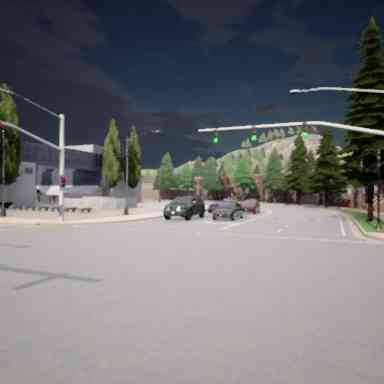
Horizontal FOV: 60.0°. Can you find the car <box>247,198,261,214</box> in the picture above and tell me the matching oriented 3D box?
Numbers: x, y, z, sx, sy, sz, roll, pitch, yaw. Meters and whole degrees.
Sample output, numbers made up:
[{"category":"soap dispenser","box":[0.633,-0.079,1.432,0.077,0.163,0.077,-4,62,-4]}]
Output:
[{"category":"car","box":[6.508,1.644,37.460,1.882,1.535,5.008,0,0,18]}]

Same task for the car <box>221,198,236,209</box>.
[{"category":"car","box":[5.399,1.681,49.356,1.882,1.535,5.008,0,0,2]}]

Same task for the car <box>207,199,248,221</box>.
[{"category":"car","box":[3.197,1.624,28.890,1.837,1.490,4.892,0,0,22]}]

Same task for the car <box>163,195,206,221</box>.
[{"category":"car","box":[-0.518,1.322,29.083,2.150,2.045,5.566,0,0,21]}]

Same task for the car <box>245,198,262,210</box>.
[{"category":"car","box":[8.797,1.722,48.266,1.837,1.490,4.892,0,0,3]}]
